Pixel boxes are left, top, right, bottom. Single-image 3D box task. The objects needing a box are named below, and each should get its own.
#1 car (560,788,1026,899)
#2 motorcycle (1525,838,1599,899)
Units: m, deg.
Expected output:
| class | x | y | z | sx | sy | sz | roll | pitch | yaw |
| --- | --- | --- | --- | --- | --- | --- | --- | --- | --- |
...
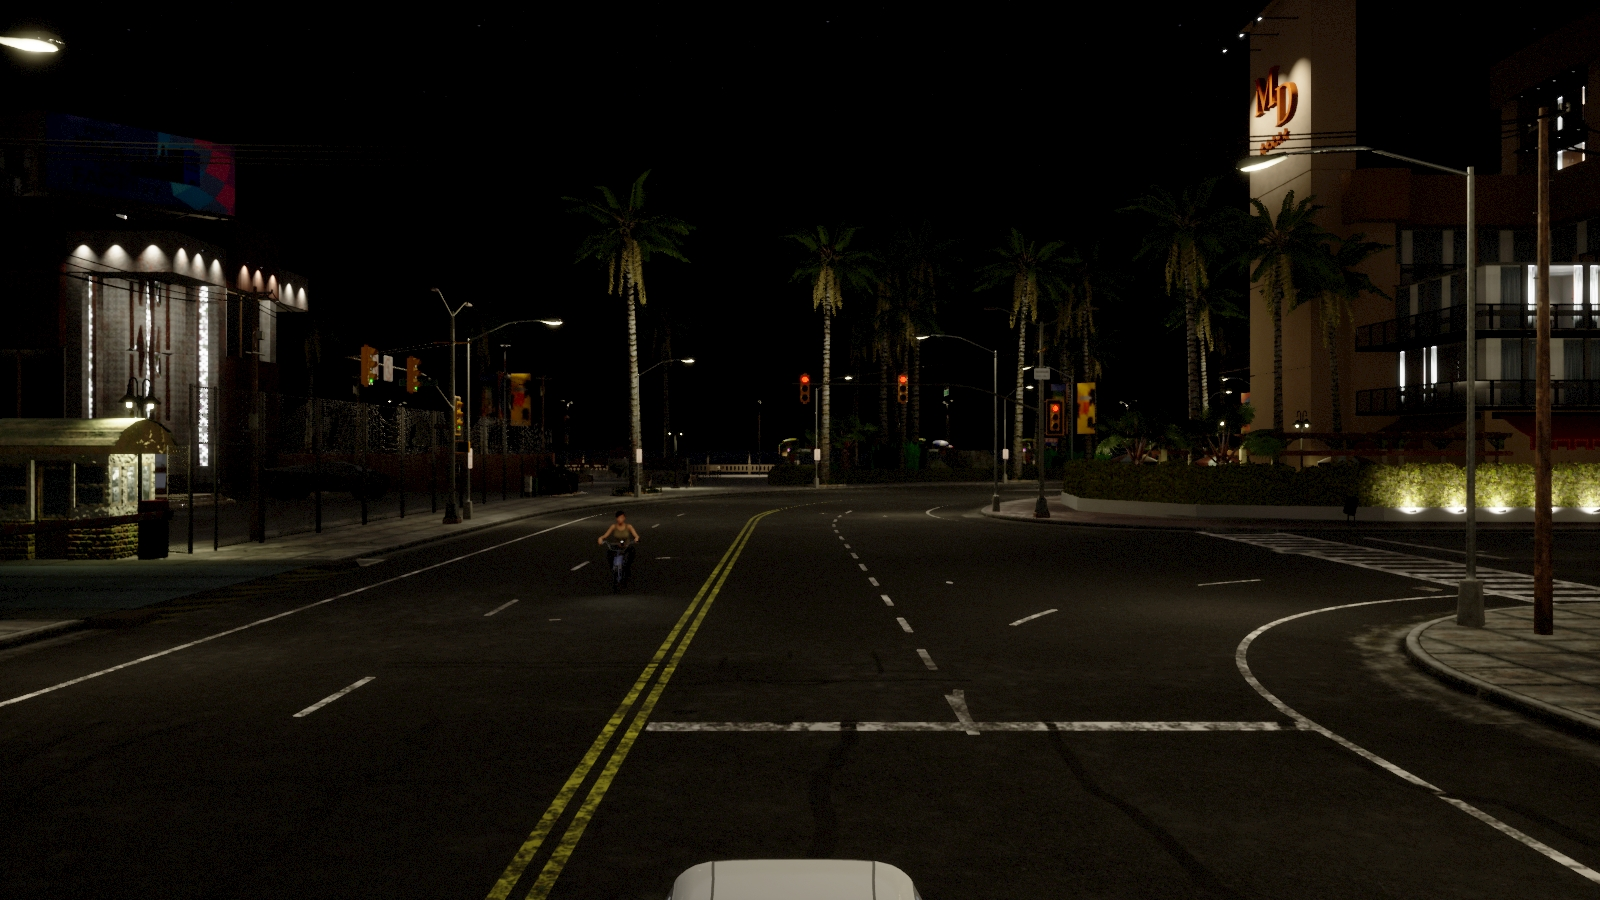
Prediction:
| class | x | y | z | sx | sy | sz | roll | pitch | yaw |
| --- | --- | --- | --- | --- | --- | --- | --- | --- | --- |
| car | -0.022 | 2.120 | 3.707 | 1.481 | 1.376 | 2.207 | 0 | 0 | 0 |
| motorcycle | 3.471 | 2.213 | 3.817 | 0.803 | 1.145 | 2.033 | 0 | 0 | 0 |
